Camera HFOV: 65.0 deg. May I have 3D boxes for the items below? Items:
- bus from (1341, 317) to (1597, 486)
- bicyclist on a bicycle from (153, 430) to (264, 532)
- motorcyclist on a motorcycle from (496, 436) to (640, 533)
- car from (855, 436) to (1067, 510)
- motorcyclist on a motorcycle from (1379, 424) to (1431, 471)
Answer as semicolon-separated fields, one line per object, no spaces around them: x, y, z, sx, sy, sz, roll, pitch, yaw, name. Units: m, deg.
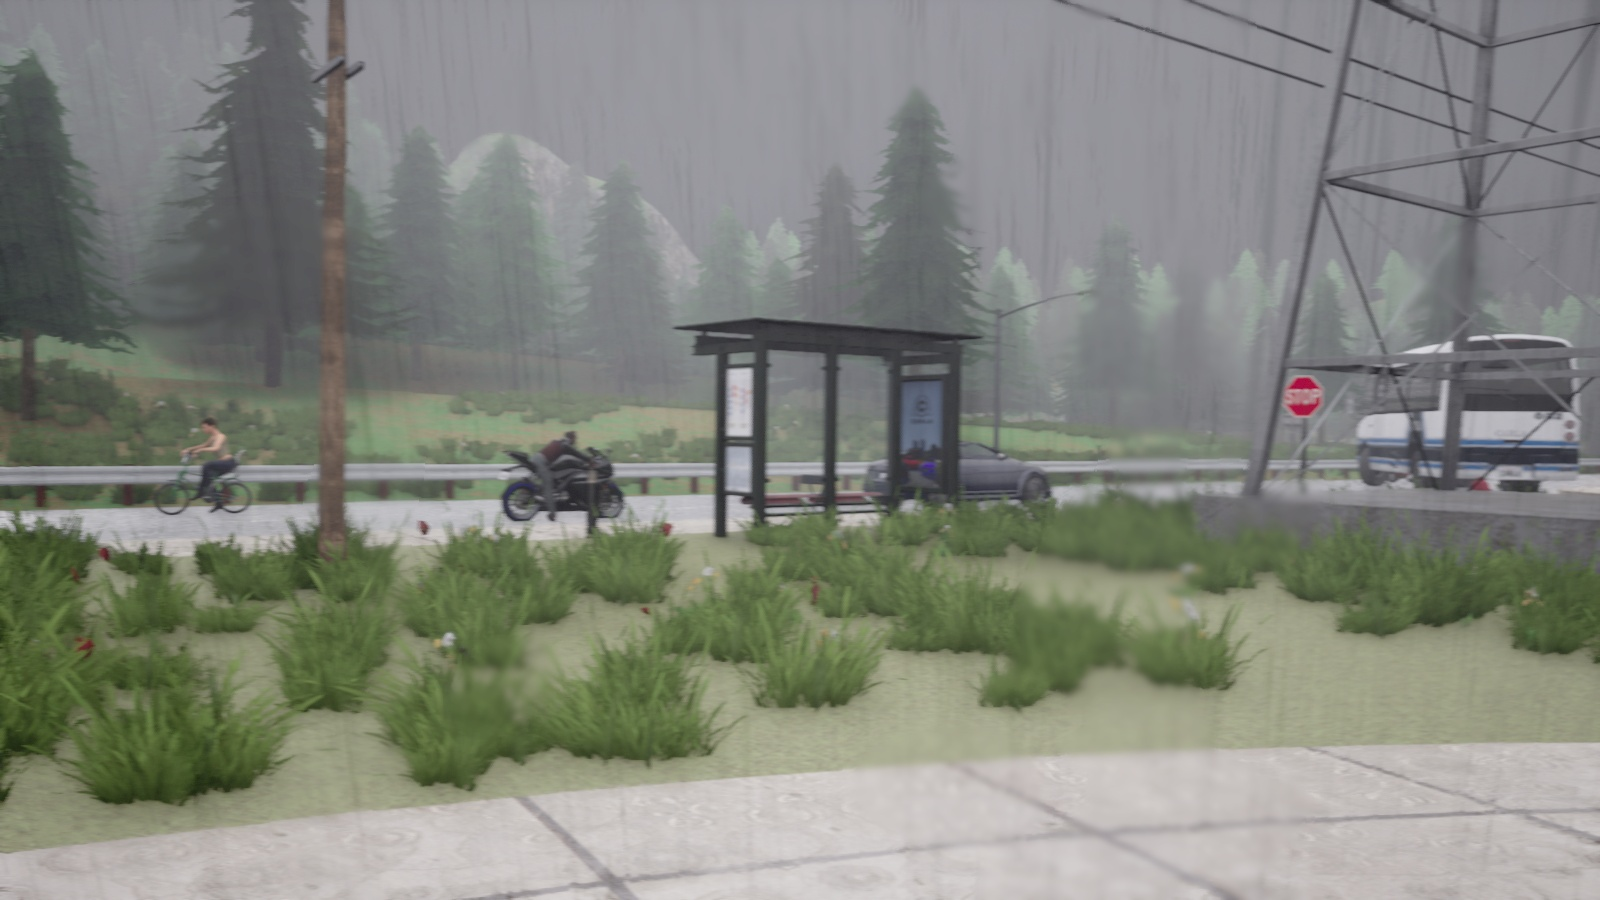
19.219;-1.304;37.127;3.944;4.253;10.273;0;1;12;bus
-9.809;0.481;20.834;1.509;1.612;0.866;-1;1;-36;bicyclist on a bicycle
-3.841;0.534;20.909;2.191;1.530;0.866;-1;1;-37;motorcyclist on a motorcycle
3.403;0.425;26.279;4.181;1.385;1.994;-1;1;-36;car
21.074;-0.092;43.733;1.817;1.590;0.866;-1;1;-37;motorcyclist on a motorcycle
